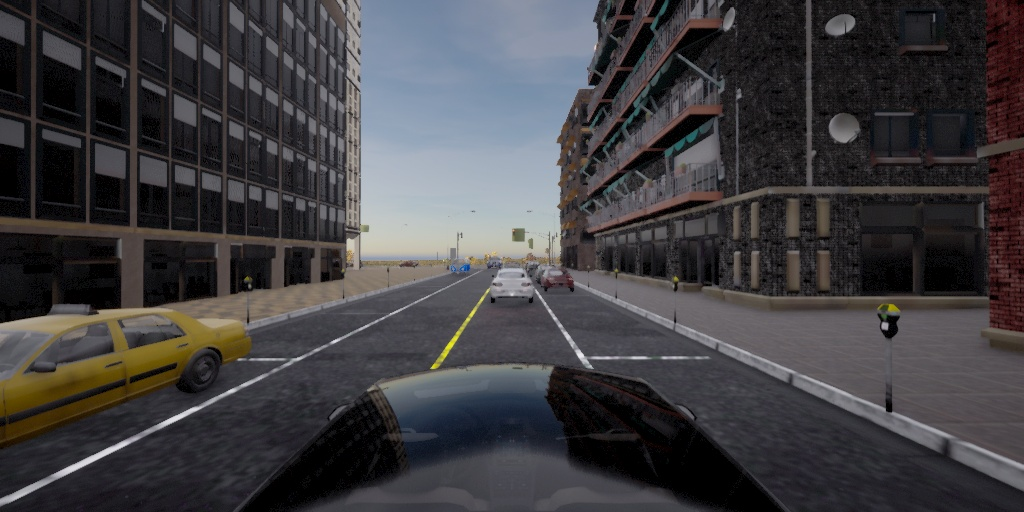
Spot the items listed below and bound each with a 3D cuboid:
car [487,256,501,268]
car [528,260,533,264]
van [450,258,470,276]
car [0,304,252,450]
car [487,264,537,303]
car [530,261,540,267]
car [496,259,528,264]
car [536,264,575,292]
[{"bbox_3d":[-2.751,1.076,57.397,2.150,2.045,5.566,0,0,0],"label":"car"},{"bbox_3d":[2.663,1.299,42.913,2.007,1.370,4.403,0,0,0],"label":"car"},{"bbox_3d":[-5.345,1.089,37.439,1.690,1.789,3.998,0,0,0],"label":"van"},{"bbox_3d":[-5.315,1.273,4.073,1.751,1.417,4.829,0,0,0],"label":"car"},{"bbox_3d":[0.000,1.282,16.500,1.812,1.442,4.674,0,0,0],"label":"car"},{"bbox_3d":[2.566,1.299,26.335,2.007,1.370,4.403,0,0,0],"label":"car"},{"bbox_3d":[0.000,1.245,31.500,2.128,1.511,4.902,0,0,0],"label":"car"},{"bbox_3d":[2.566,1.330,20.809,1.802,1.307,4.207,0,0,0],"label":"car"}]
